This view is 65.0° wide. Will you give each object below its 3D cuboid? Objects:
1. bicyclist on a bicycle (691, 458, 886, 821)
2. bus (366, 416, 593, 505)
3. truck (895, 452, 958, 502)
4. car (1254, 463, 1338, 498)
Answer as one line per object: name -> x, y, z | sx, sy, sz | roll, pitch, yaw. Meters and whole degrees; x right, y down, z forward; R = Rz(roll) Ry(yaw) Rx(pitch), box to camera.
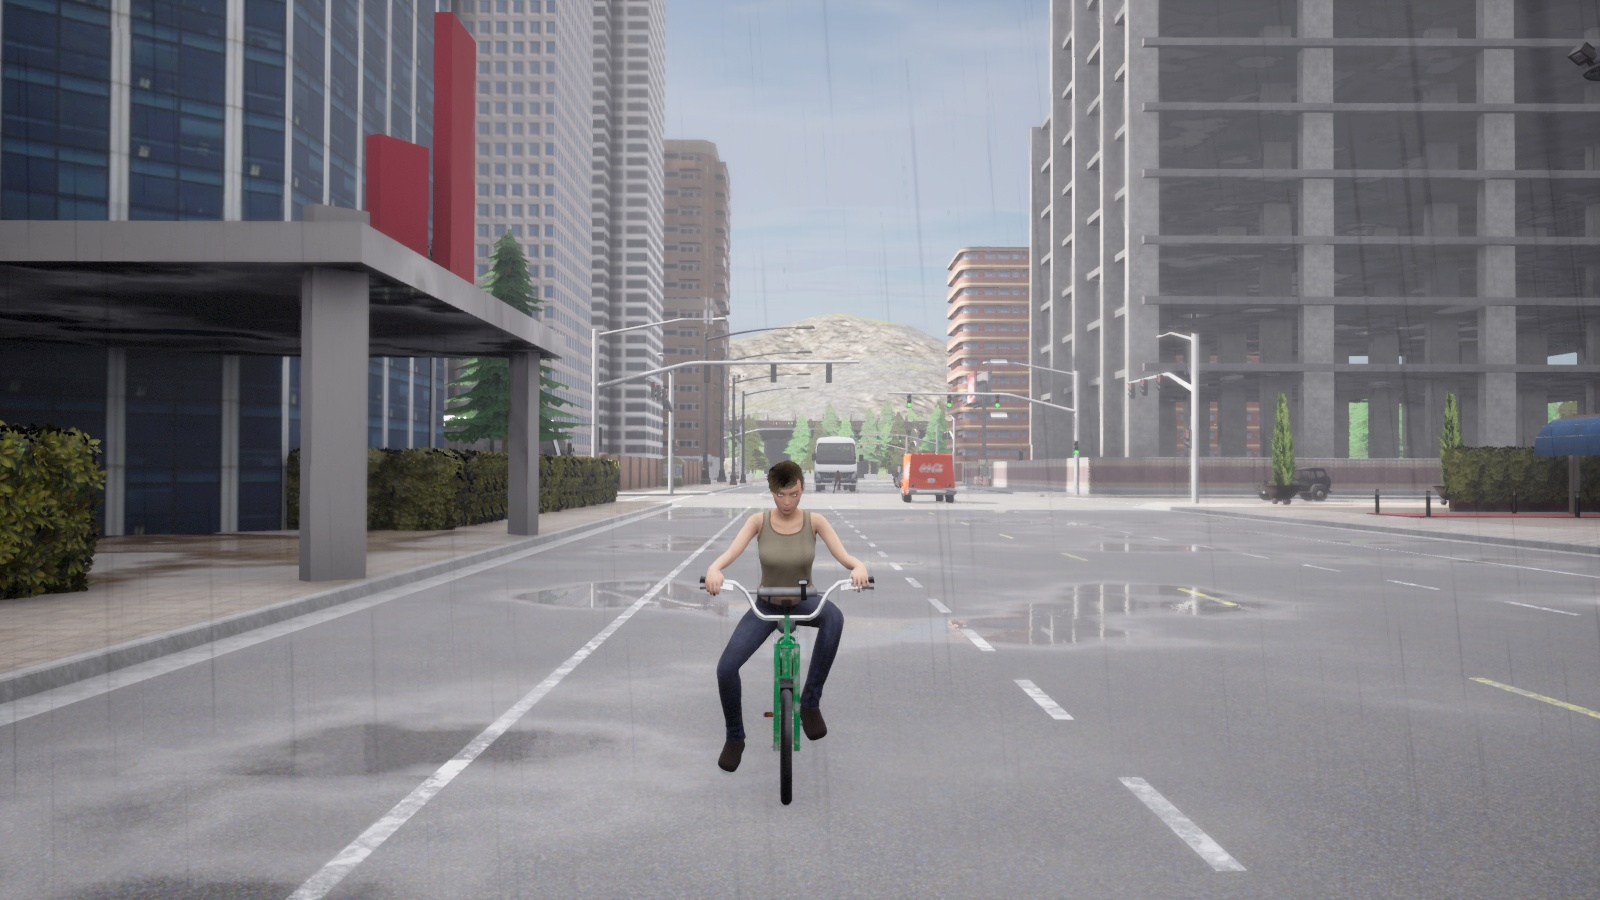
bicyclist on a bicycle -> -0.061, 0.858, 6.372 | 0.866, 1.612, 1.509 | 0, -1, -1
bus -> -15.772, 0.549, 62.540 | 10.273, 4.253, 3.944 | 0, -1, 0
truck -> 6.425, 1.380, 64.340 | 2.627, 2.467, 5.204 | 0, -1, -1
car -> 27.433, 1.663, 69.556 | 3.866, 1.878, 1.905 | -1, -1, 0
